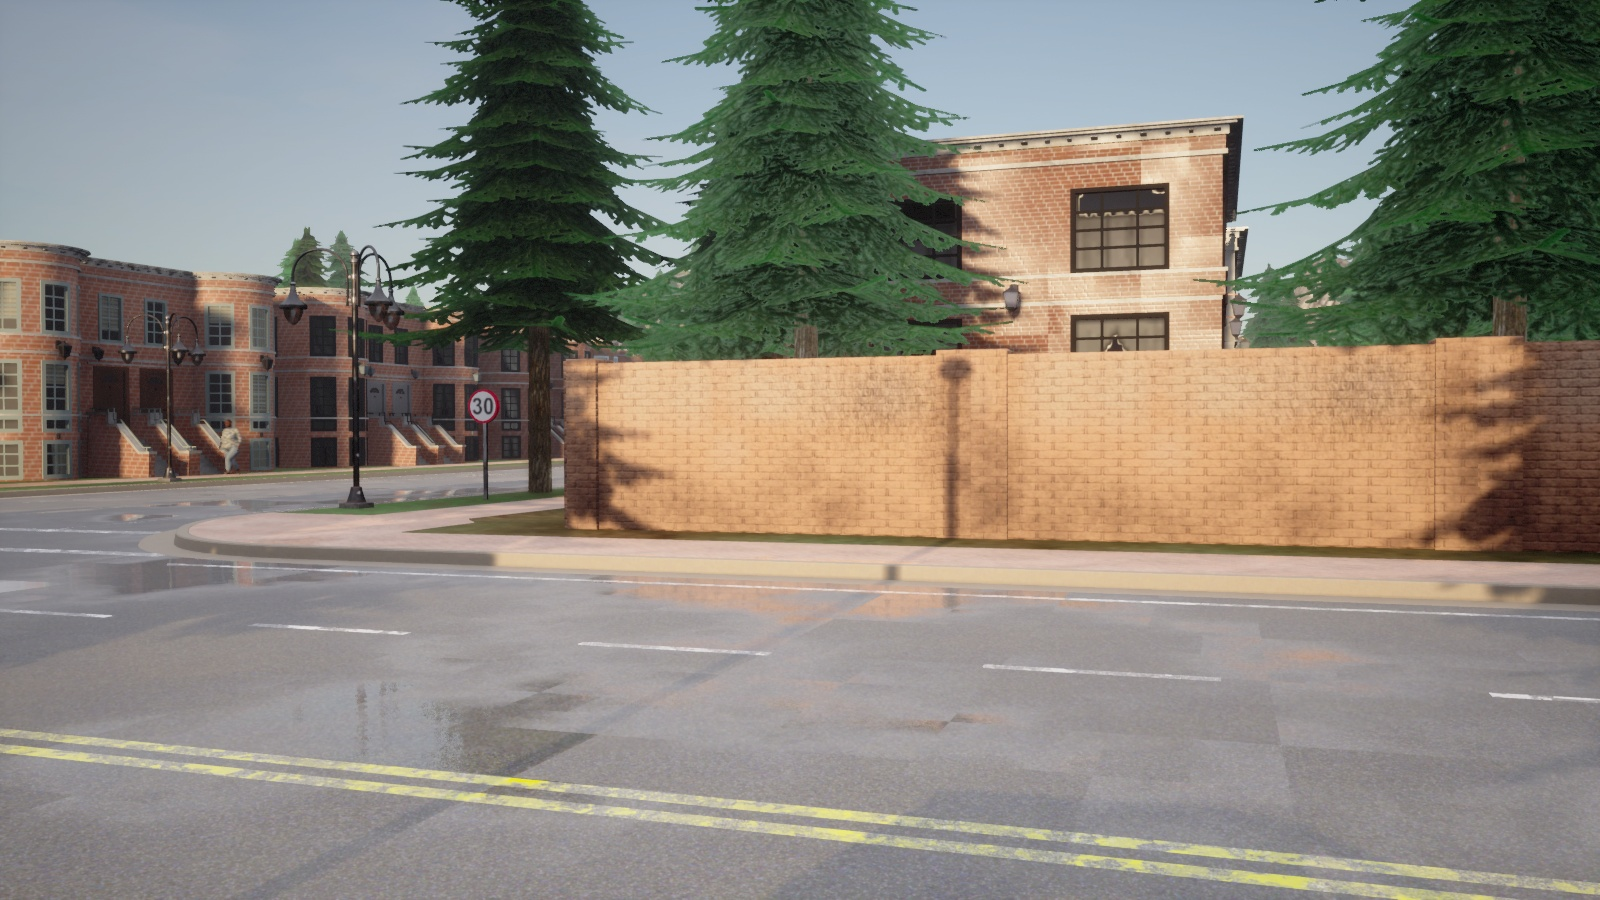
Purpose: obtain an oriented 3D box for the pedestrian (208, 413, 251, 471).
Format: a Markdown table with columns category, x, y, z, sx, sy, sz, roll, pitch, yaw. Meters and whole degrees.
| category | x | y | z | sx | sy | sz | roll | pitch | yaw |
| --- | --- | --- | --- | --- | --- | --- | --- | --- | --- |
| pedestrian | -18.287 | -0.258 | 40.235 | 0.874 | 1.855 | 0.900 | 1 | 1 | 20 |
